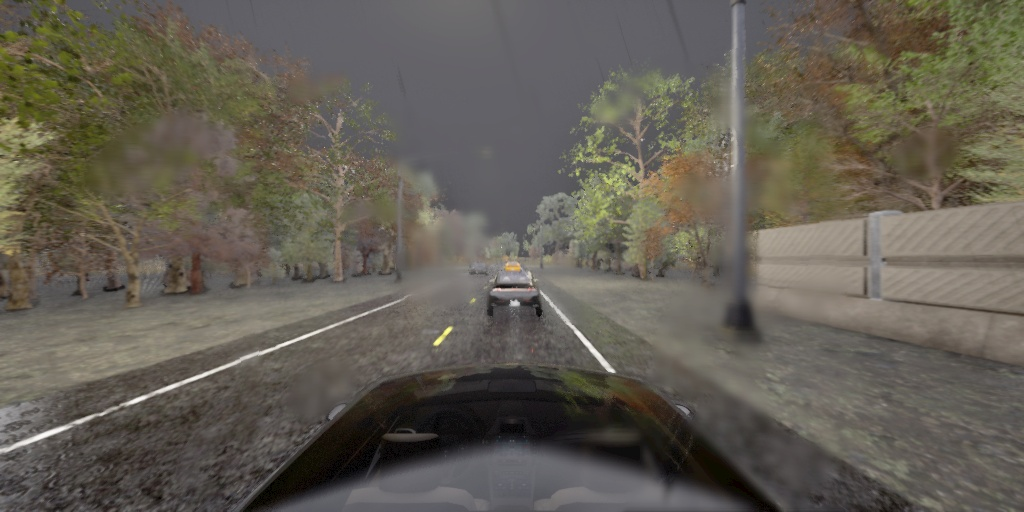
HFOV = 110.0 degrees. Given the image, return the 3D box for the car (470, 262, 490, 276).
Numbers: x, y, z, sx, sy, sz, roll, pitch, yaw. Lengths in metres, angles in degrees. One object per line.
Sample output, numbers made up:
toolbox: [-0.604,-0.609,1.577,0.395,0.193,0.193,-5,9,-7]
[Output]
car: [-3.583,1.480,40.514,1.837,1.490,4.892,0,0,0]

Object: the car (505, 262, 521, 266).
car: [0.101,1.481,45.912,1.882,1.535,5.008,0,0,0]

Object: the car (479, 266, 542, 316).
car: [0.100,1.320,13.896,2.128,1.511,4.902,0,0,0]
